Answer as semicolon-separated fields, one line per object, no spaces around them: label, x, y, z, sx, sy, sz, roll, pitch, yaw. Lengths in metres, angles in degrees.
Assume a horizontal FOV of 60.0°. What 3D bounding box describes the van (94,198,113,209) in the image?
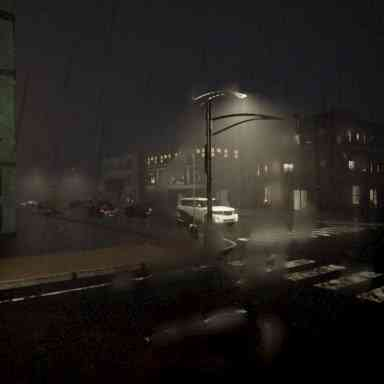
van;-15.317;1.907;57.450;1.690;1.788;3.998;-1;0;-36

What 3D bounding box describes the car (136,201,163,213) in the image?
car;-5.652;1.966;43.943;1.802;1.307;4.206;-2;0;-36

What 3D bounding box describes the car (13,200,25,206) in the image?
car;-41.446;2.548;79.590;2.008;1.369;4.403;-1;0;-36

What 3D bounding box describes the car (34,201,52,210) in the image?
car;-25.249;2.233;56.939;1.752;1.417;4.829;-1;0;-36

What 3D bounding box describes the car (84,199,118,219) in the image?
car;-9.253;1.847;34.564;1.967;1.590;4.097;-1;0;-36

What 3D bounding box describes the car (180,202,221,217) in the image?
car;0.785;1.810;34.938;2.008;1.369;4.403;-2;0;-36

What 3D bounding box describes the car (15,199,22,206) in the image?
car;-38.228;2.380;75.086;1.967;1.590;4.097;-1;0;-36

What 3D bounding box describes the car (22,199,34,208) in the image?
car;-31.787;2.376;66.083;2.008;1.369;4.403;-1;0;-36

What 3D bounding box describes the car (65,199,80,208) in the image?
car;-21.472;2.230;61.626;1.994;1.385;4.181;-1;0;-36

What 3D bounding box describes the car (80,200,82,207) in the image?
car;-18.538;1.940;61.952;2.192;1.841;5.009;-1;0;-36

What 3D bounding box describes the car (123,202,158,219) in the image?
car;-5.010;1.886;33.103;2.033;1.411;5.357;-1;0;-36

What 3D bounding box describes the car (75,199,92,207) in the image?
car;-21.752;2.228;66.455;1.887;1.381;4.507;-1;0;-36

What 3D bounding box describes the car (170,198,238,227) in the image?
car;0.942;1.443;24.776;2.150;2.045;5.566;-1;0;-35

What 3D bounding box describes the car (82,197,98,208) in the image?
car;-15.411;2.033;53.147;1.882;1.535;5.008;-1;0;-35

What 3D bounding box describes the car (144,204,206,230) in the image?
car;-1.277;1.815;23.207;1.947;1.339;4.313;-2;0;-36
